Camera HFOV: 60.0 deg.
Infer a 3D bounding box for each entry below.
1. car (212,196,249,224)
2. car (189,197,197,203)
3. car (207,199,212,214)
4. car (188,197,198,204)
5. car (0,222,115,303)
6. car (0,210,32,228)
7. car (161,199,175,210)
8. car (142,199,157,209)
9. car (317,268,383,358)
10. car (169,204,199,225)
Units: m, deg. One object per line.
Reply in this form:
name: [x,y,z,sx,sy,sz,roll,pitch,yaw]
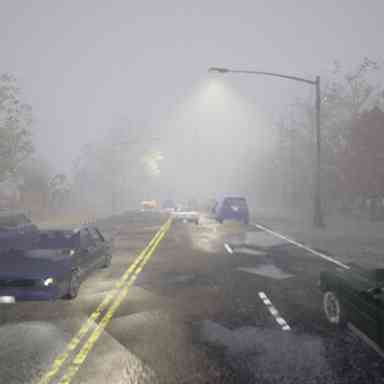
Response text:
car: [3.048,1.374,26.017,2.150,2.045,5.566,0,-1,0]
car: [0.318,1.942,81.044,1.812,1.442,4.674,0,0,1]
car: [3.008,1.746,36.950,1.812,1.442,4.674,0,-1,0]
car: [0.112,1.931,67.496,2.033,1.411,5.357,0,0,2]
car: [-3.421,1.610,8.785,2.033,1.411,5.357,0,0,0]
car: [-6.685,1.428,10.559,2.097,1.767,4.553,0,0,0]
car: [-3.533,1.792,50.096,1.882,1.535,5.008,0,0,1]
car: [-6.758,1.805,52.635,1.882,1.535,5.008,0,0,1]
car: [3.231,1.595,4.018,1.895,1.301,4.718,1,0,0]
car: [-0.433,1.723,24.549,1.895,1.301,4.718,1,-2,0]
